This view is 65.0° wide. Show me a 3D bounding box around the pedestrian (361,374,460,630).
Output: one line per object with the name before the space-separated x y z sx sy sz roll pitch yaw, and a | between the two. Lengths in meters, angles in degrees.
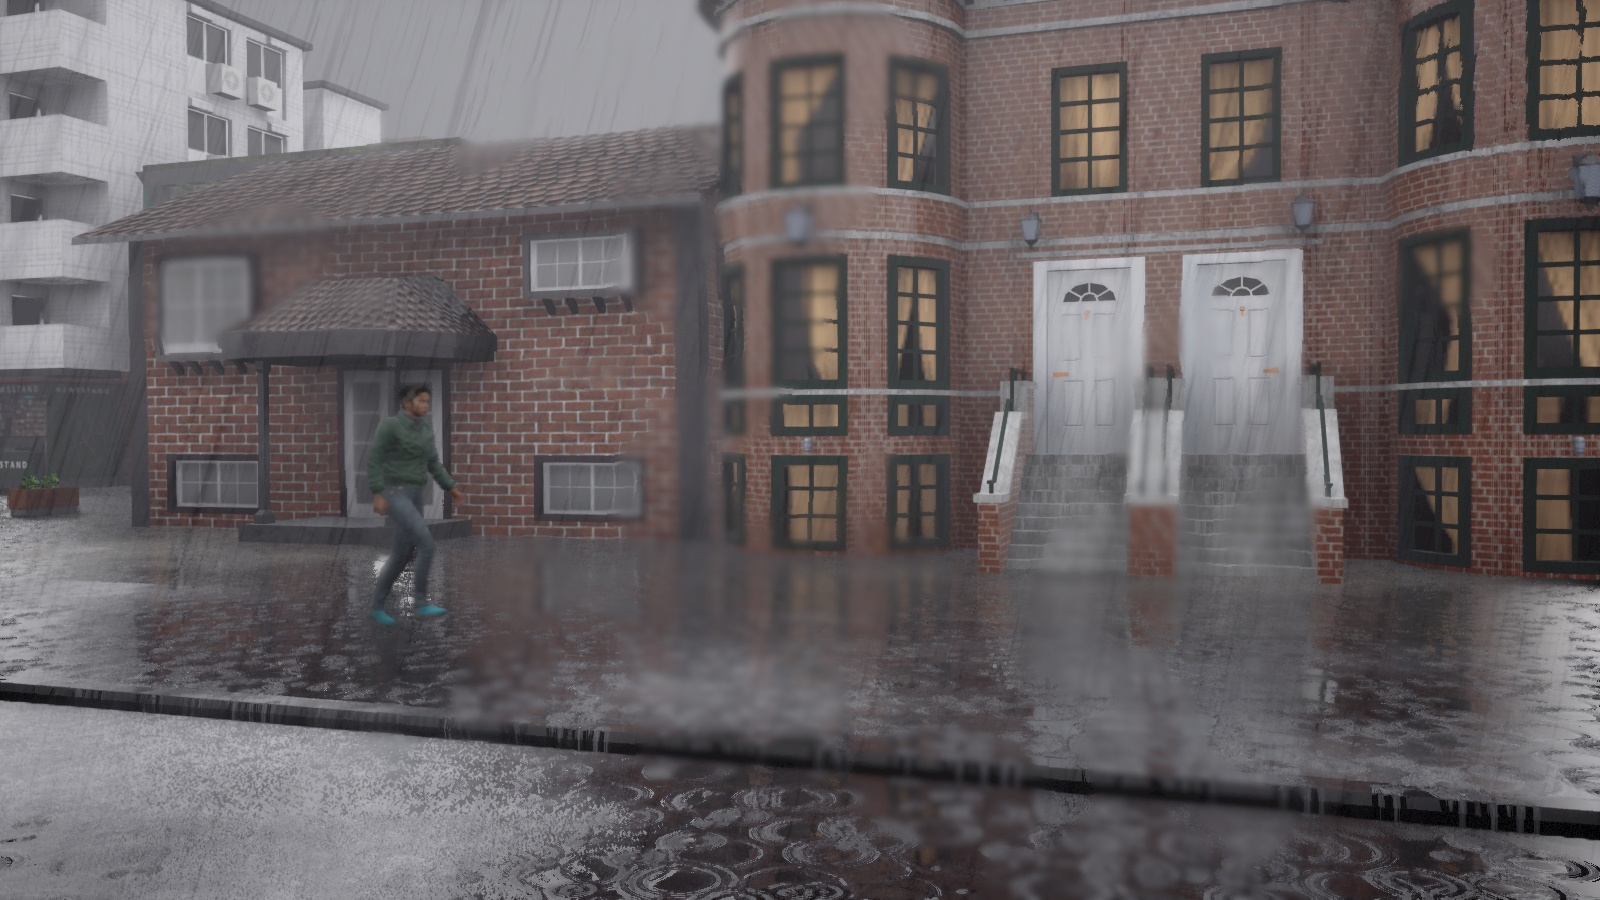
pedestrian | -2.897 0.371 9.350 0.614 1.847 0.353 1 1 22
